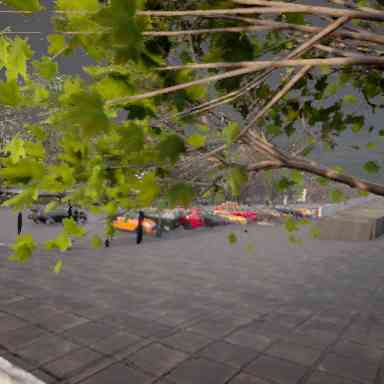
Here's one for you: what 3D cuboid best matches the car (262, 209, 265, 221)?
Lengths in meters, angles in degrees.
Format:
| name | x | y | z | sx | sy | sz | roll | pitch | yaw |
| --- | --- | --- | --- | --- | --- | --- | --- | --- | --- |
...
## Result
| name | x | y | z | sx | sy | sz | roll | pitch | yaw |
| --- | --- | --- | --- | --- | --- | --- | --- | --- | --- |
| car | 7.324 | 3.173 | 44.772 | 4.792 | 1.488 | 2.163 | 6 | 2 | 16 |

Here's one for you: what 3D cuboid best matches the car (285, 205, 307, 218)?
| name | x | y | z | sx | sy | sz | roll | pitch | yaw |
| --- | --- | --- | --- | --- | --- | --- | --- | --- | --- |
| car | 16.110 | 3.349 | 56.939 | 5.566 | 2.045 | 2.435 | 6 | 2 | 16 |

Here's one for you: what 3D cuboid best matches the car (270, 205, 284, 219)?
| name | x | y | z | sx | sy | sz | roll | pitch | yaw |
| --- | --- | --- | --- | --- | --- | --- | --- | --- | --- |
| car | 10.844 | 3.195 | 49.626 | 4.553 | 1.767 | 2.185 | 6 | 2 | 16 |

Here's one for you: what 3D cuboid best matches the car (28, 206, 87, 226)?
| name | x | y | z | sx | sy | sz | roll | pitch | yaw |
| --- | --- | --- | --- | --- | --- | --- | --- | --- | --- |
| car | -11.179 | 1.933 | 28.082 | 2.128 | 1.511 | 4.902 | 7 | 1 | 37 |

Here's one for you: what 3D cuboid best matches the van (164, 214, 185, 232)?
| name | x | y | z | sx | sy | sz | roll | pitch | yaw |
| --- | --- | --- | --- | --- | --- | --- | --- | --- | --- |
| van | -3.382 | 2.386 | 30.207 | 4.442 | 1.987 | 1.878 | 6 | 2 | 16 |

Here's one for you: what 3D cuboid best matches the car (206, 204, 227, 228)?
| name | x | y | z | sx | sy | sz | roll | pitch | yaw |
| --- | --- | --- | --- | --- | --- | --- | --- | --- | --- |
| car | 0.315 | 2.550 | 35.026 | 5.566 | 2.045 | 2.435 | 6 | 2 | 16 |

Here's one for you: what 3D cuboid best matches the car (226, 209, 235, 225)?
| name | x | y | z | sx | sy | sz | roll | pitch | yaw |
| --- | --- | --- | --- | --- | --- | --- | --- | --- | --- |
| car | 2.021 | 2.923 | 37.478 | 4.674 | 1.452 | 2.002 | 6 | 2 | 16 |

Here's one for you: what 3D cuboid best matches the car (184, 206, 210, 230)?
| name | x | y | z | sx | sy | sz | roll | pitch | yaw |
| --- | --- | --- | --- | --- | --- | --- | --- | --- | --- |
| car | -1.515 | 2.457 | 32.604 | 5.566 | 2.045 | 2.435 | 6 | 2 | 16 |

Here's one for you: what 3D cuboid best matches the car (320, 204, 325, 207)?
| name | x | y | z | sx | sy | sz | roll | pitch | yaw |
| --- | --- | --- | --- | --- | --- | --- | --- | --- | --- |
| car | 23.055 | 3.752 | 66.680 | 5.566 | 2.045 | 2.435 | 6 | 2 | 16 |

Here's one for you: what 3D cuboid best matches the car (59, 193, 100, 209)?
| name | x | y | z | sx | sy | sz | roll | pitch | yaw |
| --- | --- | --- | --- | --- | --- | --- | --- | --- | --- |
| car | -14.544 | 1.133 | 43.303 | 2.097 | 1.767 | 4.553 | 6 | 2 | 36 |

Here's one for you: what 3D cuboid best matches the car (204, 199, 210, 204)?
| name | x | y | z | sx | sy | sz | roll | pitch | yaw |
| --- | --- | --- | --- | --- | --- | --- | --- | --- | --- |
| car | 1.716 | 2.080 | 65.746 | 1.882 | 1.535 | 5.008 | 6 | 2 | 36 |

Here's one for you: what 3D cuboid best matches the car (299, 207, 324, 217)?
| name | x | y | z | sx | sy | sz | roll | pitch | yaw |
| --- | --- | --- | --- | --- | --- | --- | --- | --- | --- |
| car | 24.777 | 4.138 | 69.127 | 4.792 | 1.488 | 2.163 | 6 | 2 | 16 |

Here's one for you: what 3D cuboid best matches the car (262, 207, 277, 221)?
| name | x | y | z | sx | sy | sz | roll | pitch | yaw |
| --- | --- | --- | --- | --- | --- | --- | --- | --- | --- |
| car | 9.054 | 3.230 | 47.203 | 4.892 | 1.521 | 2.231 | 6 | 2 | 16 |

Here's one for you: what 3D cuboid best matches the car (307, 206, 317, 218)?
| name | x | y | z | sx | sy | sz | roll | pitch | yaw |
| --- | --- | --- | --- | --- | --- | --- | --- | --- | --- |
| car | 19.736 | 3.813 | 61.770 | 5.366 | 1.575 | 1.946 | 6 | 2 | 16 |

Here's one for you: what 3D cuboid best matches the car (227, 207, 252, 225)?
| name | x | y | z | sx | sy | sz | roll | pitch | yaw |
| --- | --- | --- | --- | --- | --- | --- | --- | --- | --- |
| car | 3.966 | 2.985 | 39.856 | 5.366 | 1.575 | 1.946 | 6 | 2 | 16 |

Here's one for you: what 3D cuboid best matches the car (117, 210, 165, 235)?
| name | x | y | z | sx | sy | sz | roll | pitch | yaw |
| --- | --- | --- | --- | --- | --- | --- | --- | --- | --- |
| car | -5.107 | 2.405 | 27.778 | 4.553 | 1.767 | 2.185 | 6 | 2 | 16 |

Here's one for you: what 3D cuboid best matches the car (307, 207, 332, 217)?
| name | x | y | z | sx | sy | sz | roll | pitch | yaw |
| --- | --- | --- | --- | --- | --- | --- | --- | --- | --- |
| car | 28.304 | 4.329 | 73.998 | 5.008 | 1.535 | 2.097 | 6 | 1 | 16 |

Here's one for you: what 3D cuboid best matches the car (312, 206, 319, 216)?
| name | x | y | z | sx | sy | sz | roll | pitch | yaw |
| --- | --- | --- | --- | --- | --- | --- | --- | --- | --- |
| car | 21.129 | 3.875 | 64.299 | 5.366 | 1.575 | 1.946 | 6 | 2 | 16 |

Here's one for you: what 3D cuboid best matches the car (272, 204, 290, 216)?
| name | x | y | z | sx | sy | sz | roll | pitch | yaw |
| --- | --- | --- | --- | --- | --- | --- | --- | --- | --- |
| car | 12.536 | 3.279 | 52.085 | 4.553 | 1.767 | 2.185 | 6 | 2 | 16 |

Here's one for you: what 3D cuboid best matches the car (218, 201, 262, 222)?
| name | x | y | z | sx | sy | sz | roll | pitch | yaw |
| --- | --- | --- | --- | --- | --- | --- | --- | --- | --- |
| car | 5.596 | 2.808 | 42.326 | 5.566 | 2.045 | 2.435 | 6 | 2 | 16 |

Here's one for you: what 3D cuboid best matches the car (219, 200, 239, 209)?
| name | x | y | z | sx | sy | sz | roll | pitch | yaw |
| --- | --- | --- | --- | --- | --- | --- | --- | --- | --- |
| car | 7.724 | 2.543 | 68.925 | 1.882 | 1.535 | 5.008 | 6 | 2 | 36 |
